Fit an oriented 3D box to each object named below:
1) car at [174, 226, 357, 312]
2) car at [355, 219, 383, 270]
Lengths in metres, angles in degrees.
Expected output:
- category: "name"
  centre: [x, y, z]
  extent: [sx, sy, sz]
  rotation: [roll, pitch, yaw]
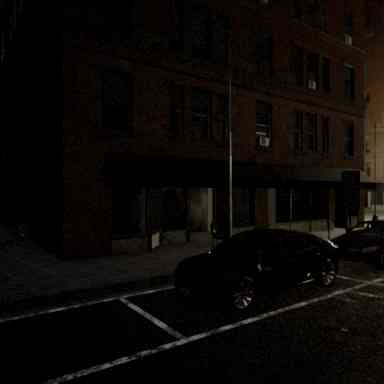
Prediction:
- category: "car"
  centre: [1.648, 1.563, 7.693]
  extent: [4.313, 1.339, 1.947]
  rotation: [0, 0, -35]
- category: "car"
  centre: [6.135, 1.577, 10.876]
  extent: [4.206, 1.307, 1.802]
  rotation: [0, 0, -35]
